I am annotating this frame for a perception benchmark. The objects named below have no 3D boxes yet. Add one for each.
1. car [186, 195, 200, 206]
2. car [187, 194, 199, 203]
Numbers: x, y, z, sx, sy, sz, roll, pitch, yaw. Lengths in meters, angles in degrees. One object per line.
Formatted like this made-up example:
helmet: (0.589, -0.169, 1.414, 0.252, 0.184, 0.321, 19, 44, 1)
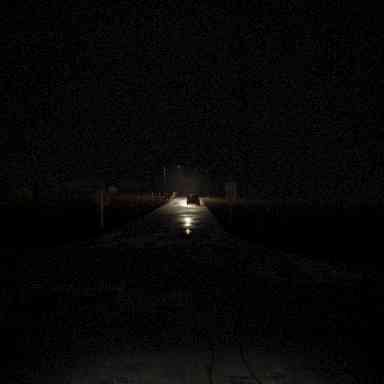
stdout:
car: (0.187, 1.222, 52.807, 2.097, 1.767, 4.553, 0, 1, 0)
car: (0.224, 1.233, 62.872, 2.128, 1.511, 4.902, 0, 1, 0)
